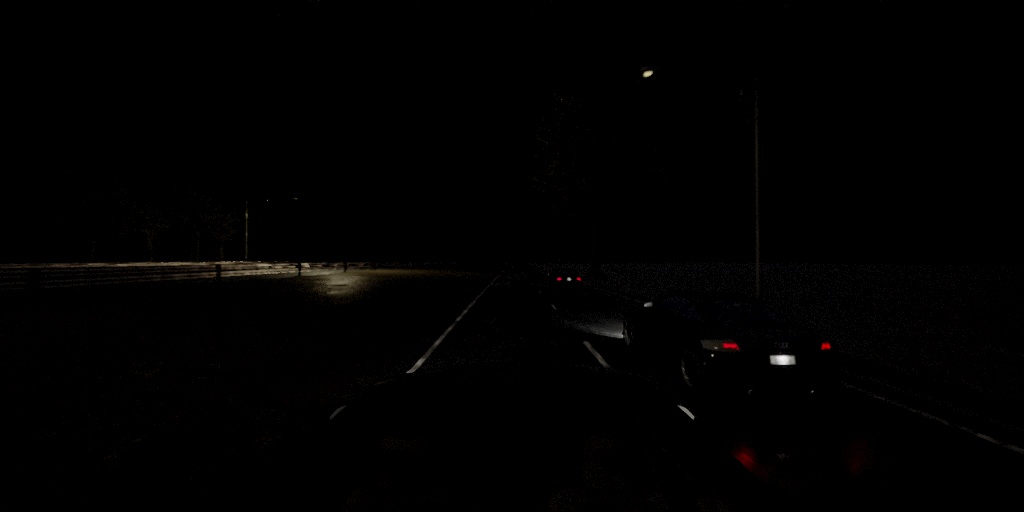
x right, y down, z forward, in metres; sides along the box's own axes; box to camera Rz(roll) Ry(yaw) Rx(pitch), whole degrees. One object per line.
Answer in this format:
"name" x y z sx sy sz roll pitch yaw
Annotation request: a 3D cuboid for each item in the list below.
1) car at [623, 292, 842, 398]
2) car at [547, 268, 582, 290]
"car" 3.578 1.351 6.737 1.994 1.385 4.181 0 0 0
"car" 3.571 1.538 24.893 2.033 1.411 5.357 0 -1 0
